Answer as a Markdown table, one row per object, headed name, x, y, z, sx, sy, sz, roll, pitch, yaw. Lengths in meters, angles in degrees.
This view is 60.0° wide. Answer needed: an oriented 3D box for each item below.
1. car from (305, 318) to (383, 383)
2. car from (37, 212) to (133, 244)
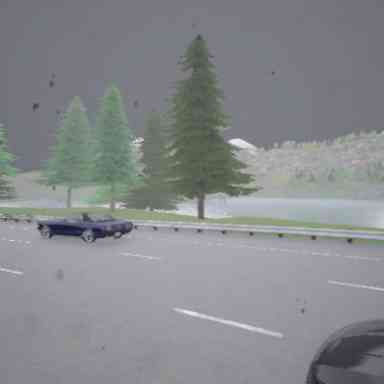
| name | x | y | z | sx | sy | sz | roll | pitch | yaw |
| --- | --- | --- | --- | --- | --- | --- | --- | --- | --- |
| car | 3.119 | 1.459 | 1.728 | 4.892 | 1.490 | 1.837 | 0 | 0 | 36 |
| car | -5.161 | 1.578 | 15.714 | 4.718 | 1.301 | 1.895 | 0 | 0 | 31 |
